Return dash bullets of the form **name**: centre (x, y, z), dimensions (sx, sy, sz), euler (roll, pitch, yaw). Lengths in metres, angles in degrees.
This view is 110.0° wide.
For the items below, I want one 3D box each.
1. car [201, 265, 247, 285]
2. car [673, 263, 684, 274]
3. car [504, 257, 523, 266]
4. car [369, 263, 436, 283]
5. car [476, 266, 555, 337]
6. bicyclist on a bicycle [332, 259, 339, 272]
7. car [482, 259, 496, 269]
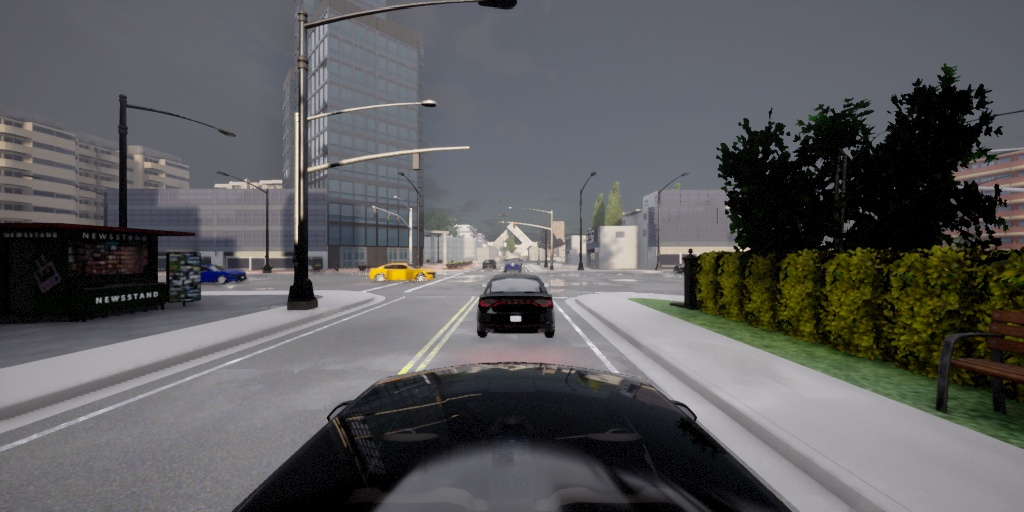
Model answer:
- **car**: centre (-23.486, 1.415, 27.923), dimensions (5.008, 1.535, 1.882), euler (0, 0, 0)
- **car**: centre (19.977, 1.058, 38.806), dimensions (4.553, 1.767, 2.097), euler (0, 0, 0)
- **car**: centre (0.144, 1.106, 45.563), dimensions (2.097, 1.767, 4.553), euler (0, 0, 1)
- **car**: centre (-8.510, 1.272, 27.985), dimensions (5.008, 1.535, 1.882), euler (0, 0, 0)
- **car**: centre (0.107, 1.228, 10.355), dimensions (1.882, 1.535, 5.008), euler (0, 0, 1)
- **bicyclist on a bicycle**: centre (-21.835, 1.216, 44.408), dimensions (0.582, 1.620, 1.656), euler (-1, 0, 0)
- **car**: centre (-3.395, 1.228, 54.136), dimensions (1.882, 1.535, 5.008), euler (0, 0, 0)
